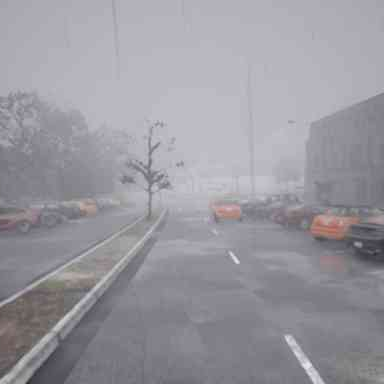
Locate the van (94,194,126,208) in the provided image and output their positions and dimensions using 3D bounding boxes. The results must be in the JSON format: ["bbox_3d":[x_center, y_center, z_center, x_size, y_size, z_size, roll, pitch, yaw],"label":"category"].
[{"bbox_3d":[-12.525,1.278,50.775,4.442,1.987,1.878,-1,0,-25],"label":"van"}]

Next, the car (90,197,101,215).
[{"bbox_3d":[-11.304,1.505,29.976,5.366,1.575,1.946,-1,0,-23],"label":"car"}]

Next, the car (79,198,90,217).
[{"bbox_3d":[-11.023,1.380,27.085,4.553,1.767,2.185,-1,0,-22],"label":"car"}]

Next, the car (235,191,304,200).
[{"bbox_3d":[7.150,1.210,29.817,5.566,2.045,2.435,1,0,-23],"label":"car"}]

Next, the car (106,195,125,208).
[{"bbox_3d":[-11.716,1.500,41.952,5.366,1.575,1.946,-1,0,-24],"label":"car"}]

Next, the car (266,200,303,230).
[{"bbox_3d":[7.507,1.468,20.778,5.008,1.535,2.097,1,0,-22],"label":"car"}]

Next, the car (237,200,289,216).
[{"bbox_3d":[7.017,1.500,32.854,4.674,1.452,2.002,1,0,-23],"label":"car"}]

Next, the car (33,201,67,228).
[{"bbox_3d":[-10.730,1.534,21.191,4.792,1.488,2.163,-1,0,-22],"label":"car"}]

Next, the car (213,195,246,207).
[{"bbox_3d":[5.773,1.323,50.942,4.553,1.767,2.185,1,0,-25],"label":"car"}]

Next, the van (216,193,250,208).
[{"bbox_3d":[5.900,1.224,47.869,4.442,1.987,1.878,1,0,-25],"label":"van"}]

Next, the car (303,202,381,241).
[{"bbox_3d":[7.627,1.347,14.732,4.553,1.767,2.185,1,0,-21],"label":"car"}]

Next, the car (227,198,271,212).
[{"bbox_3d":[6.668,1.496,38.881,4.674,1.452,2.002,1,0,-24],"label":"car"}]

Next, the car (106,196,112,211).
[{"bbox_3d":[-11.468,1.545,35.963,4.674,1.452,2.002,-1,0,-23],"label":"car"}]

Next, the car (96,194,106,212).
[{"bbox_3d":[-11.267,1.379,33.017,4.553,1.767,2.185,-1,0,-23],"label":"car"}]

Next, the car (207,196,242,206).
[{"bbox_3d":[5.299,1.442,53.857,5.366,1.575,1.946,1,0,-26],"label":"car"}]

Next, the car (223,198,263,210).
[{"bbox_3d":[6.457,1.494,41.898,4.674,1.452,2.002,1,0,-24],"label":"car"}]

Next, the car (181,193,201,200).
[{"bbox_3d":[0.243,1.509,94.439,4.553,1.767,2.185,0,0,-30],"label":"car"}]

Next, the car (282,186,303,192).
[{"bbox_3d":[20.007,0.158,69.087,2.002,1.452,4.674,-7,4,-30],"label":"car"}]

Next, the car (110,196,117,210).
[{"bbox_3d":[-11.666,1.545,38.918,4.674,1.452,2.002,-1,0,-24],"label":"car"}]

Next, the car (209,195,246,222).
[{"bbox_3d":[2.617,1.340,26.392,2.097,1.767,4.553,0,0,-2],"label":"car"}]

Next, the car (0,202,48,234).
[{"bbox_3d":[-10.697,1.536,18.197,4.792,1.488,2.163,-1,0,-21],"label":"car"}]

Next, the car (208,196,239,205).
[{"bbox_3d":[5.358,1.481,56.917,4.792,1.488,2.163,1,0,-26],"label":"car"}]

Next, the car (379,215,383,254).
[{"bbox_3d":[7.736,1.477,8.694,5.008,1.535,2.097,1,0,-21],"label":"car"}]

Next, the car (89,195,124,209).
[{"bbox_3d":[-12.331,1.380,47.788,4.553,1.767,2.185,-1,0,-25],"label":"car"}]

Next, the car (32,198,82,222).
[{"bbox_3d":[-10.858,1.505,24.133,5.008,1.535,2.097,-1,0,-22],"label":"car"}]

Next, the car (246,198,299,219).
[{"bbox_3d":[7.309,1.464,26.813,5.008,1.535,2.097,1,0,-23],"label":"car"}]

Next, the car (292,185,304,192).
[{"bbox_3d":[22.954,-0.422,69.602,2.435,2.045,5.566,-7,4,-30],"label":"car"}]

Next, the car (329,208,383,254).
[{"bbox_3d":[7.683,1.476,11.713,4.892,1.521,2.231,1,0,-21],"label":"car"}]
